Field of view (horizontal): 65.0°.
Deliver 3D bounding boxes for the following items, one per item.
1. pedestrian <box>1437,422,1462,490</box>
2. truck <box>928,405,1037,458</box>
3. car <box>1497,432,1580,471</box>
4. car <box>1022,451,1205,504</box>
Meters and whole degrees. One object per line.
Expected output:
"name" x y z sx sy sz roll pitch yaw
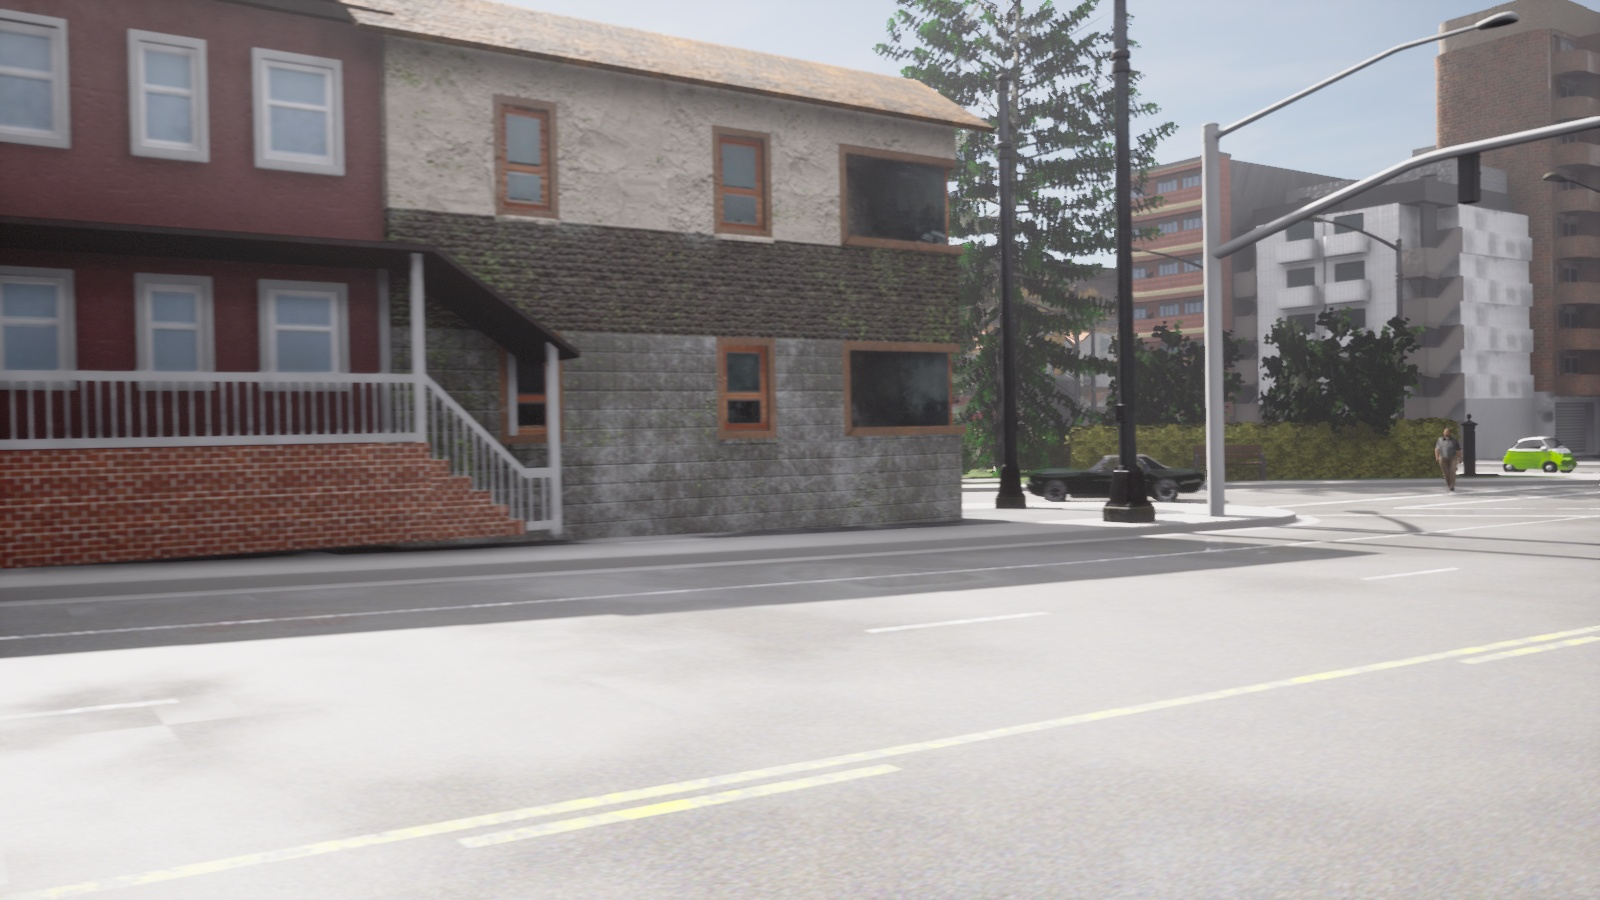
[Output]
"pedestrian" 17.763 0.162 34.345 0.540 1.848 0.694 -1 1 30
"truck" 13.955 -1.470 95.727 8.468 3.827 2.891 -2 1 -35
"car" 27.350 0.072 46.529 1.481 1.376 2.207 -2 1 -34
"car" 8.498 0.743 34.414 4.718 1.301 1.895 -1 1 10
